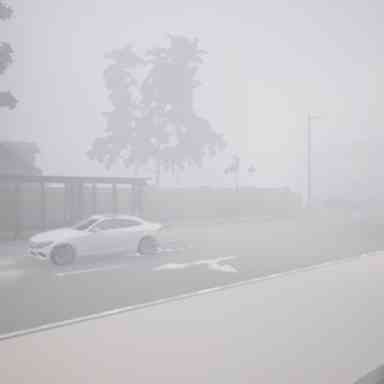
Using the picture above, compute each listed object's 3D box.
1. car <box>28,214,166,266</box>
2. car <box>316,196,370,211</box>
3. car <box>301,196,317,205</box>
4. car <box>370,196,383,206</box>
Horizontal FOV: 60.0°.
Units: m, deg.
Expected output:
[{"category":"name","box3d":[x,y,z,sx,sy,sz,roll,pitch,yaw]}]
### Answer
[{"category":"car","box3d":[-3.116,1.517,11.602,4.674,1.442,1.812,0,0,-36]},{"category":"car","box3d":[18.111,1.393,40.076,2.128,1.511,4.902,0,0,-35]},{"category":"car","box3d":[20.393,1.351,55.321,1.882,1.535,5.008,0,0,-35]},{"category":"car","box3d":[27.385,1.390,51.535,1.812,1.442,4.674,0,0,-35]}]
